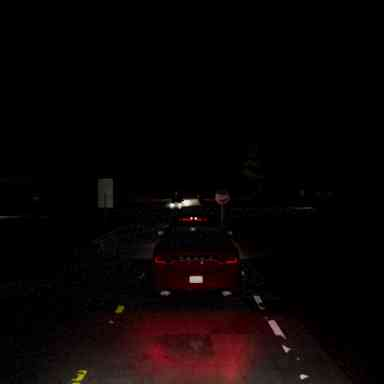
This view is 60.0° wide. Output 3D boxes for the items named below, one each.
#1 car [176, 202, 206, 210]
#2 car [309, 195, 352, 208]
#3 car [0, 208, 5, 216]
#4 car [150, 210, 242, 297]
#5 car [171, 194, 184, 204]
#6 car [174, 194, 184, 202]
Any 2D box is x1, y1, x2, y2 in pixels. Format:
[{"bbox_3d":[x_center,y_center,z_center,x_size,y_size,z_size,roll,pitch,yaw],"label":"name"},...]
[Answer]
[{"bbox_3d":[0.090,1.491,18.130,1.837,1.490,4.892,0,0,1],"label":"car"},{"bbox_3d":[16.184,1.067,38.928,4.674,1.442,1.812,-1,1,0],"label":"car"},{"bbox_3d":[-22.251,1.997,35.181,4.181,1.385,1.994,-1,1,0],"label":"car"},{"bbox_3d":[0.089,1.470,8.636,1.882,1.535,5.008,0,0,0],"label":"car"},{"bbox_3d":[-3.024,1.599,63.793,1.895,1.301,4.718,0,0,0],"label":"car"},{"bbox_3d":[-3.078,1.376,78.660,2.097,1.767,4.553,0,0,0],"label":"car"}]
